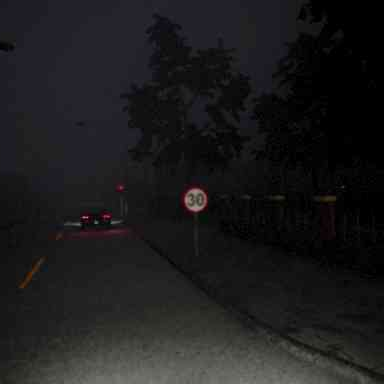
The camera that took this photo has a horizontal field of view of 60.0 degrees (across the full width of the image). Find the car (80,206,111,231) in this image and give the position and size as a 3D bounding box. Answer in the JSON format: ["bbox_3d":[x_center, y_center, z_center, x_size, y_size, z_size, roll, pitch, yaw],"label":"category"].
[{"bbox_3d":[-6.449,1.683,22.332,1.812,1.442,4.674,-2,0,-17],"label":"car"}]
